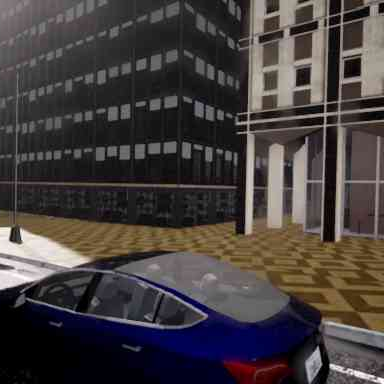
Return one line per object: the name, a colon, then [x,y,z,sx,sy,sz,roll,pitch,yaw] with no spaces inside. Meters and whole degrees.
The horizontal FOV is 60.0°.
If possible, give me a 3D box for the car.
car: [-0.868,1.503,4.185,4.792,1.488,2.163,0,0,36]
